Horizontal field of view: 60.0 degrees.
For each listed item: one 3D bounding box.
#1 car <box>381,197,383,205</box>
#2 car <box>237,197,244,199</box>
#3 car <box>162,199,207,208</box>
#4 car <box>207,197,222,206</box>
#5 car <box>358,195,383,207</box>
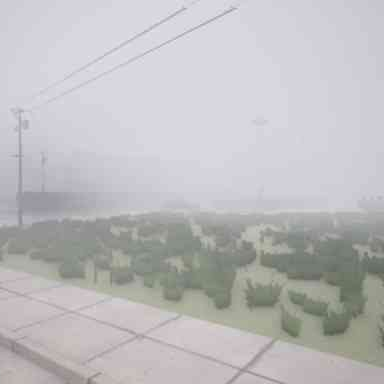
[{"bbox_3d":[33.856,1.514,55.574,3.905,1.438,1.784,0,0,35],"label":"car"},{"bbox_3d":[8.558,1.611,58.220,1.994,1.385,4.181,0,0,35],"label":"car"},{"bbox_3d":[-1.098,1.551,38.901,4.892,1.490,1.837,0,-2,15],"label":"car"},{"bbox_3d":[3.602,1.541,51.263,2.128,1.511,4.902,0,0,35],"label":"car"},{"bbox_3d":[21.080,1.309,37.077,4.605,1.855,1.932,0,0,35],"label":"car"}]
